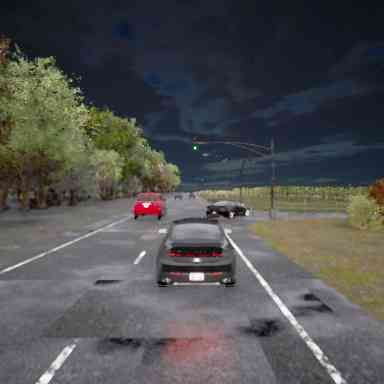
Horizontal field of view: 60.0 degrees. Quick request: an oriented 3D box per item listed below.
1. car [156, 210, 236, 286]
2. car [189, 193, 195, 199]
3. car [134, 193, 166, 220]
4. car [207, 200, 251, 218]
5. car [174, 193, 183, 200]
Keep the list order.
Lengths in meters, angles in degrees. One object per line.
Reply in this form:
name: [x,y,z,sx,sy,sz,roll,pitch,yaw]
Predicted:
car: [0.097,1.473,9.266,1.837,1.490,4.892,0,0,0]
car: [-0.021,1.140,94.565,1.837,1.490,4.892,0,0,0]
car: [-3.408,1.125,27.530,2.150,2.045,5.566,0,1,0]
car: [3.047,1.381,26.969,1.882,1.535,5.008,-1,0,33]
car: [-3.519,1.175,85.832,1.837,1.490,4.892,0,0,0]
